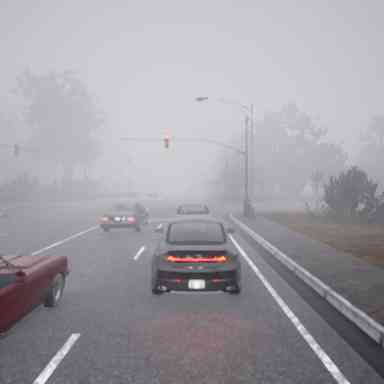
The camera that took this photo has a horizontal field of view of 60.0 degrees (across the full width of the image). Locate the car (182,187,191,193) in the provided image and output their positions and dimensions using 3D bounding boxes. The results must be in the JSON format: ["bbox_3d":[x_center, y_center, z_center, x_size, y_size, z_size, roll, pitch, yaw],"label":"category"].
[{"bbox_3d":[-1.506,-0.634,95.202,2.033,1.411,5.357,0,2,-7],"label":"car"}]

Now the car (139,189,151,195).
[{"bbox_3d":[-10.891,0.006,76.974,2.033,1.411,5.357,0,1,-1],"label":"car"}]

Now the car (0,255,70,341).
[{"bbox_3d":[-3.410,1.533,4.691,1.895,1.301,4.718,0,1,0],"label":"car"}]

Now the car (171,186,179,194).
[{"bbox_3d":[-4.217,-0.216,84.790,2.128,1.511,4.902,0,2,-4],"label":"car"}]

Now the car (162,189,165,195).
[{"bbox_3d":[-7.402,-0.017,77.353,2.128,1.511,4.902,0,1,-1],"label":"car"}]

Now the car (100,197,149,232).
[{"bbox_3d":[-3.461,1.235,17.829,2.033,1.411,5.357,0,1,-1],"label":"car"}]

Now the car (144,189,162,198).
[{"bbox_3d":[-7.220,0.376,61.925,1.994,1.385,4.181,0,1,0],"label":"car"}]

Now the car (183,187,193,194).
[{"bbox_3d":[-0.745,-0.202,85.330,1.994,1.385,4.181,0,2,-4],"label":"car"}]

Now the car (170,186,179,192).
[{"bbox_3d":[-4.986,-0.811,94.830,2.097,1.767,4.553,0,2,-7],"label":"car"}]

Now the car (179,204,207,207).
[{"bbox_3d":[0.065,1.290,17.737,1.895,1.301,4.718,0,1,0],"label":"car"}]

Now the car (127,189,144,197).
[{"bbox_3d":[-10.710,0.422,61.521,1.895,1.301,4.718,0,1,0],"label":"car"}]

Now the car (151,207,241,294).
[{"bbox_3d":[0.080,1.374,8.424,1.837,1.490,4.892,0,1,0],"label":"car"}]
